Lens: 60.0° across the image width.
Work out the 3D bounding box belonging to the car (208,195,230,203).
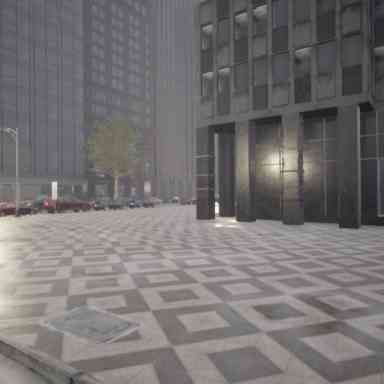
[{"bbox_3d":[5.461,1.416,65.535,2.128,1.511,4.902,-1,0,35],"label":"car"}]

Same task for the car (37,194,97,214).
[{"bbox_3d":[-12.870,1.290,34.546,2.192,1.841,5.009,-1,0,35],"label":"car"}]

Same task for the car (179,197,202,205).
[{"bbox_3d":[-0.218,1.506,57.319,1.994,1.385,4.181,-1,0,34],"label":"car"}]

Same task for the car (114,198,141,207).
[{"bbox_3d":[-10.243,1.613,53.310,1.802,1.307,4.206,-1,0,35],"label":"car"}]

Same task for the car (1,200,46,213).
[{"bbox_3d":[-19.874,1.643,39.401,1.947,1.339,4.313,-1,0,35],"label":"car"}]

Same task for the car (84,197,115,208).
[{"bbox_3d":[-13.455,1.484,48.673,1.967,1.590,4.097,-1,0,35],"label":"car"}]

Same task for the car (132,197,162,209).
[{"bbox_3d":[-6.448,1.509,43.816,1.947,1.339,4.313,-1,0,35],"label":"car"}]

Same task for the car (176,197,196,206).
[{"bbox_3d":[-0.029,1.462,53.088,1.887,1.381,4.507,-1,0,35],"label":"car"}]

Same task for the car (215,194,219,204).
[{"bbox_3d":[3.180,1.222,57.725,2.192,1.841,5.009,-1,0,35],"label":"car"}]

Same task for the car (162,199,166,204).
[{"bbox_3d":[-7.130,1.544,57.806,1.752,1.417,4.829,-1,0,35],"label":"car"}]

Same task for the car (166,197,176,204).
[{"bbox_3d":[-3.822,1.574,62.583,1.947,1.339,4.313,-1,0,35],"label":"car"}]

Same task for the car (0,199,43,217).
[{"bbox_3d":[-16.078,1.577,29.909,1.802,1.307,4.206,-1,0,35],"label":"car"}]

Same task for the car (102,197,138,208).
[{"bbox_3d":[-10.409,1.500,48.206,2.128,1.511,4.902,-1,0,35],"label":"car"}]

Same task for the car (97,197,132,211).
[{"bbox_3d":[-9.658,1.525,39.181,1.947,1.339,4.313,-1,0,35],"label":"car"}]

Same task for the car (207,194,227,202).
[{"bbox_3d":[5.808,1.296,76.493,2.192,1.841,5.009,-1,0,35],"label":"car"}]
